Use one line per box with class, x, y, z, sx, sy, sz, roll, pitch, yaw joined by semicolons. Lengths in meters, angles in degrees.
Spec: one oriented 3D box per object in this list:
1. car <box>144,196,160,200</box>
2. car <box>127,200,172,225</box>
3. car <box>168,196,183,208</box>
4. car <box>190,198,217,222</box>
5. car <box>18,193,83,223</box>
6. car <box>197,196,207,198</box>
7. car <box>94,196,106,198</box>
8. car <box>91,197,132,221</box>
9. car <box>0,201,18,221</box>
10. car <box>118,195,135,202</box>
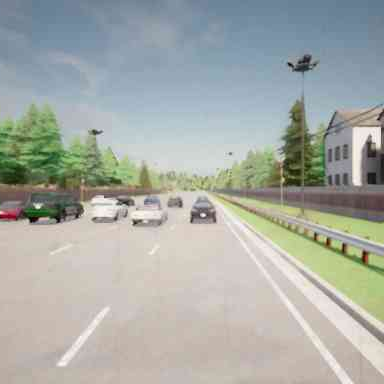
car;-5.543;1.233;46.023;1.812;1.442;4.674;0;0;2
car;-2.738;1.457;22.461;1.895;1.301;4.718;0;0;2
car;-2.148;1.220;43.403;2.128;1.511;4.902;0;0;2
car;0.822;1.376;24.287;1.812;1.442;4.674;0;0;2
car;-9.697;1.059;23.831;2.150;2.045;5.566;0;0;2
car;1.354;1.280;43.388;2.033;1.411;5.357;0;0;2
car;-12.550;1.224;45.979;1.812;1.442;4.674;0;0;2
car;-6.154;1.362;25.098;1.812;1.442;4.674;0;0;2
car;-13.157;1.391;25.149;1.994;1.385;4.181;0;0;2
car;-9.087;1.186;45.007;1.882;1.535;5.008;0;1;2
